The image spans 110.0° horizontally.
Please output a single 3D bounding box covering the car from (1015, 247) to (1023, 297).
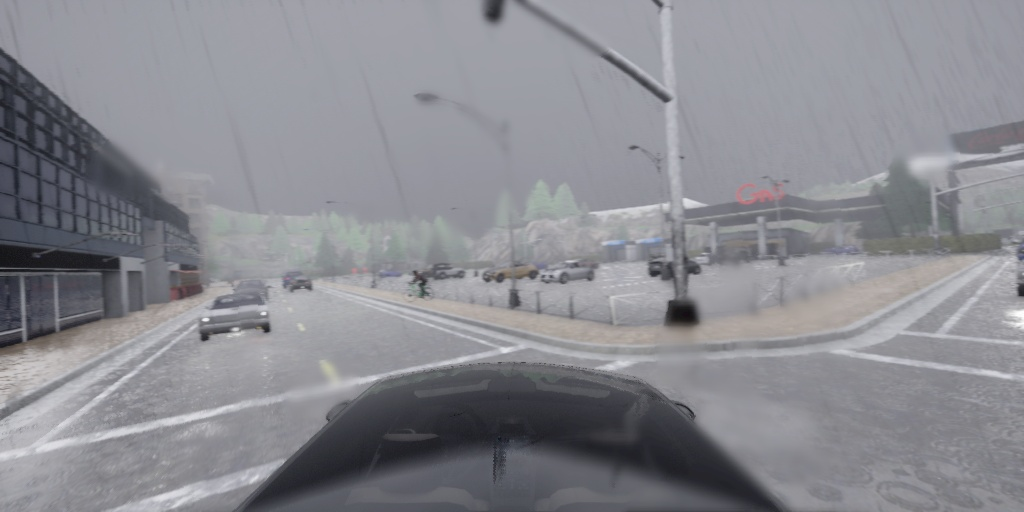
[{"bbox_3d":[16.594,0.469,10.655,4.718,1.301,1.895,-3,-1,-34],"label":"car"}]

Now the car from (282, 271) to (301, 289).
[{"bbox_3d":[-27.685,2.948,45.391,2.150,2.045,5.566,-3,0,-34],"label":"car"}]

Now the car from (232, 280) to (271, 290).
[{"bbox_3d":[-17.749,2.484,24.507,2.128,1.511,4.902,-3,-1,-35],"label":"car"}]

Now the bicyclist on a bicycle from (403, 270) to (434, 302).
[{"bbox_3d":[-4.845,1.554,18.559,1.656,1.620,0.582,-1,-1,-34],"label":"bicyclist on a bicycle"}]

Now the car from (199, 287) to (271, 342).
[{"bbox_3d":[-9.897,2.068,13.040,1.895,1.301,4.718,-3,-1,-34],"label":"car"}]

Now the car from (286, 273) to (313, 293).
[{"bbox_3d":[-21.284,2.801,36.117,1.837,1.490,4.892,-3,-1,-34],"label":"car"}]

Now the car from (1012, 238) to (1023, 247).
[{"bbox_3d":[25.324,-0.311,16.620,5.566,2.045,2.150,-2,-1,-34],"label":"car"}]
